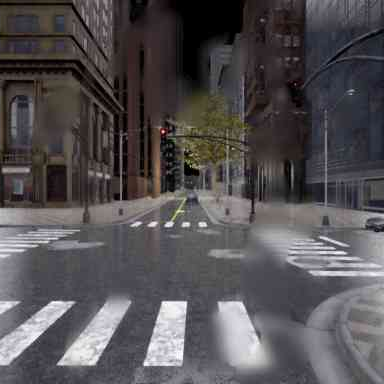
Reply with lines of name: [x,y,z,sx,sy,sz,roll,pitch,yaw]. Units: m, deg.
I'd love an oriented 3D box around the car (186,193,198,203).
car: [0.014,1.035,60.744,2.097,1.767,4.553,0,1,0]

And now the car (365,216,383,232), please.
car: [11.907,1.629,18.323,4.403,1.369,2.008,0,0,0]

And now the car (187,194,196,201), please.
car: [-0.056,1.100,70.708,1.812,1.442,4.674,0,1,0]
